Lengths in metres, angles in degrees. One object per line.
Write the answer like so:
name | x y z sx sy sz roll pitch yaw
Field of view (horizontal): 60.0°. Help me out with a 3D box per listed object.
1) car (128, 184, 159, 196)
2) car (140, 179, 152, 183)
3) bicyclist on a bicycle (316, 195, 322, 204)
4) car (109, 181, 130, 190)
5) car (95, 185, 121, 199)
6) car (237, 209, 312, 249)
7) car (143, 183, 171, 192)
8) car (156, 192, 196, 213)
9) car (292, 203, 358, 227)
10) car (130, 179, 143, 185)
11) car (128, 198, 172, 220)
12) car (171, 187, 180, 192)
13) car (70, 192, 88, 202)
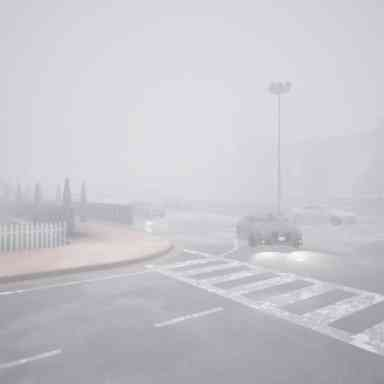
car | -8.556 0.072 57.922 2.033 1.411 5.357 0 6 -37
car | -10.502 -1.810 72.182 2.150 2.045 5.566 0 7 -37
bicyclist on a bicycle | 18.058 1.312 47.367 1.656 1.620 0.582 0 0 -37
car | -14.817 -1.287 66.256 1.882 1.535 5.008 0 7 -37
car | -13.805 0.141 53.171 2.033 1.411 5.357 0 6 -36
car | 3.261 1.569 14.552 1.994 1.385 4.181 0 0 -4
car | -6.587 -0.172 61.298 1.882 1.535 5.008 0 7 -37
car | -1.574 1.293 36.871 2.097 1.767 4.553 0 1 -37
car | 8.933 1.536 23.041 1.812 1.442 4.674 0 0 -37
car | -12.827 -1.472 69.600 1.882 1.535 5.008 0 7 -37
car | -4.089 1.504 28.610 1.837 1.490 4.892 0 0 -37
car | -4.196 -0.250 63.938 1.882 1.535 5.008 0 7 -37
car | -14.942 0.796 42.971 1.837 1.490 4.892 0 4 -37
